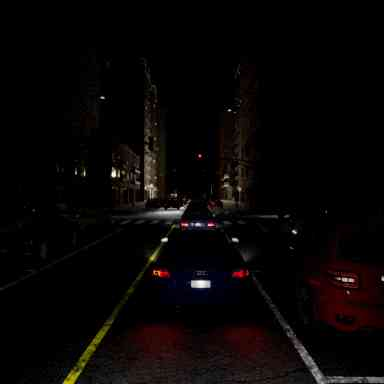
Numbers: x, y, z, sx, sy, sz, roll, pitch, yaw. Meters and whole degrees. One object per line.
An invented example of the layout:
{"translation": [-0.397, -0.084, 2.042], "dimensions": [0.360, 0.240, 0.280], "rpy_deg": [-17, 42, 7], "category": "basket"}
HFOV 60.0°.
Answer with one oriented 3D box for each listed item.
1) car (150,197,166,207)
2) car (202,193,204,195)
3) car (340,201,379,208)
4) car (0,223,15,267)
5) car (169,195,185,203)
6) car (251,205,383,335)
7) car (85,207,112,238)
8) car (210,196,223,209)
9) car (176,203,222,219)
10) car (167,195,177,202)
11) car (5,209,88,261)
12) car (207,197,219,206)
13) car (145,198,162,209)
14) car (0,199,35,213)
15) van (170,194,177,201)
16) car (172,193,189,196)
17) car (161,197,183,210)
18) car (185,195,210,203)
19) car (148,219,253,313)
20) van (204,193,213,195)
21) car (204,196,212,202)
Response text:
{"translation": [-5.153, 1.557, 50.709], "dimensions": [1.887, 1.381, 4.507], "rpy_deg": [1, 0, 1], "category": "car"}
{"translation": [3.611, 1.335, 67.600], "dimensions": [2.192, 1.841, 5.009], "rpy_deg": [1, 0, 1], "category": "car"}
{"translation": [15.368, 1.654, 31.937], "dimensions": [4.902, 1.511, 2.128], "rpy_deg": [0, -1, 1], "category": "car"}
{"translation": [-5.767, 1.527, 6.602], "dimensions": [1.752, 1.417, 4.829], "rpy_deg": [1, 0, 1], "category": "car"}
{"translation": [-2.366, 1.614, 52.670], "dimensions": [1.895, 1.301, 4.718], "rpy_deg": [0, 0, 1], "category": "car"}
{"translation": [2.762, 1.316, 6.644], "dimensions": [2.192, 1.841, 5.009], "rpy_deg": [1, 0, 1], "category": "car"}
{"translation": [-5.611, 1.529, 17.850], "dimensions": [1.752, 1.417, 4.829], "rpy_deg": [1, 0, 1], "category": "car"}
{"translation": [3.293, 1.593, 44.909], "dimensions": [1.802, 1.307, 4.206], "rpy_deg": [1, 0, 1], "category": "car"}
{"translation": [0.292, 1.552, 17.836], "dimensions": [2.033, 1.411, 5.357], "rpy_deg": [0, 0, 0], "category": "car"}
{"translation": [-4.757, 1.466, 79.071], "dimensions": [1.967, 1.590, 4.097], "rpy_deg": [1, 0, 1], "category": "car"}
{"translation": [-5.687, 1.547, 12.396], "dimensions": [1.887, 1.381, 4.507], "rpy_deg": [1, 0, 1], "category": "car"}
{"translation": [3.450, 1.596, 56.255], "dimensions": [1.802, 1.307, 4.206], "rpy_deg": [1, 0, 1], "category": "car"}
{"translation": [-5.232, 1.555, 45.037], "dimensions": [1.887, 1.381, 4.507], "rpy_deg": [1, 0, 1], "category": "car"}
{"translation": [-16.387, 1.342, 29.353], "dimensions": [4.902, 1.511, 2.128], "rpy_deg": [1, -1, 1], "category": "car"}
{"translation": [-4.677, 1.371, 84.743], "dimensions": [1.690, 1.788, 3.998], "rpy_deg": [1, 0, 1], "category": "van"}
{"translation": [-2.203, 1.369, 62.312], "dimensions": [2.097, 1.767, 4.553], "rpy_deg": [0, 0, 1], "category": "car"}
{"translation": [-2.504, 1.611, 43.240], "dimensions": [1.895, 1.301, 4.718], "rpy_deg": [0, 0, 1], "category": "car"}
{"translation": [0.686, 1.491, 39.248], "dimensions": [1.882, 1.535, 5.008], "rpy_deg": [1, 0, 6], "category": "car"}
{"translation": [0.185, 1.566, 7.772], "dimensions": [1.994, 1.385, 4.181], "rpy_deg": [0, 0, 1], "category": "car"}
{"translation": [3.532, 1.358, 61.928], "dimensions": [1.690, 1.788, 3.998], "rpy_deg": [1, 0, 1], "category": "van"}
{"translation": [3.766, 1.608, 78.945], "dimensions": [1.802, 1.307, 4.206], "rpy_deg": [1, 0, 1], "category": "car"}
